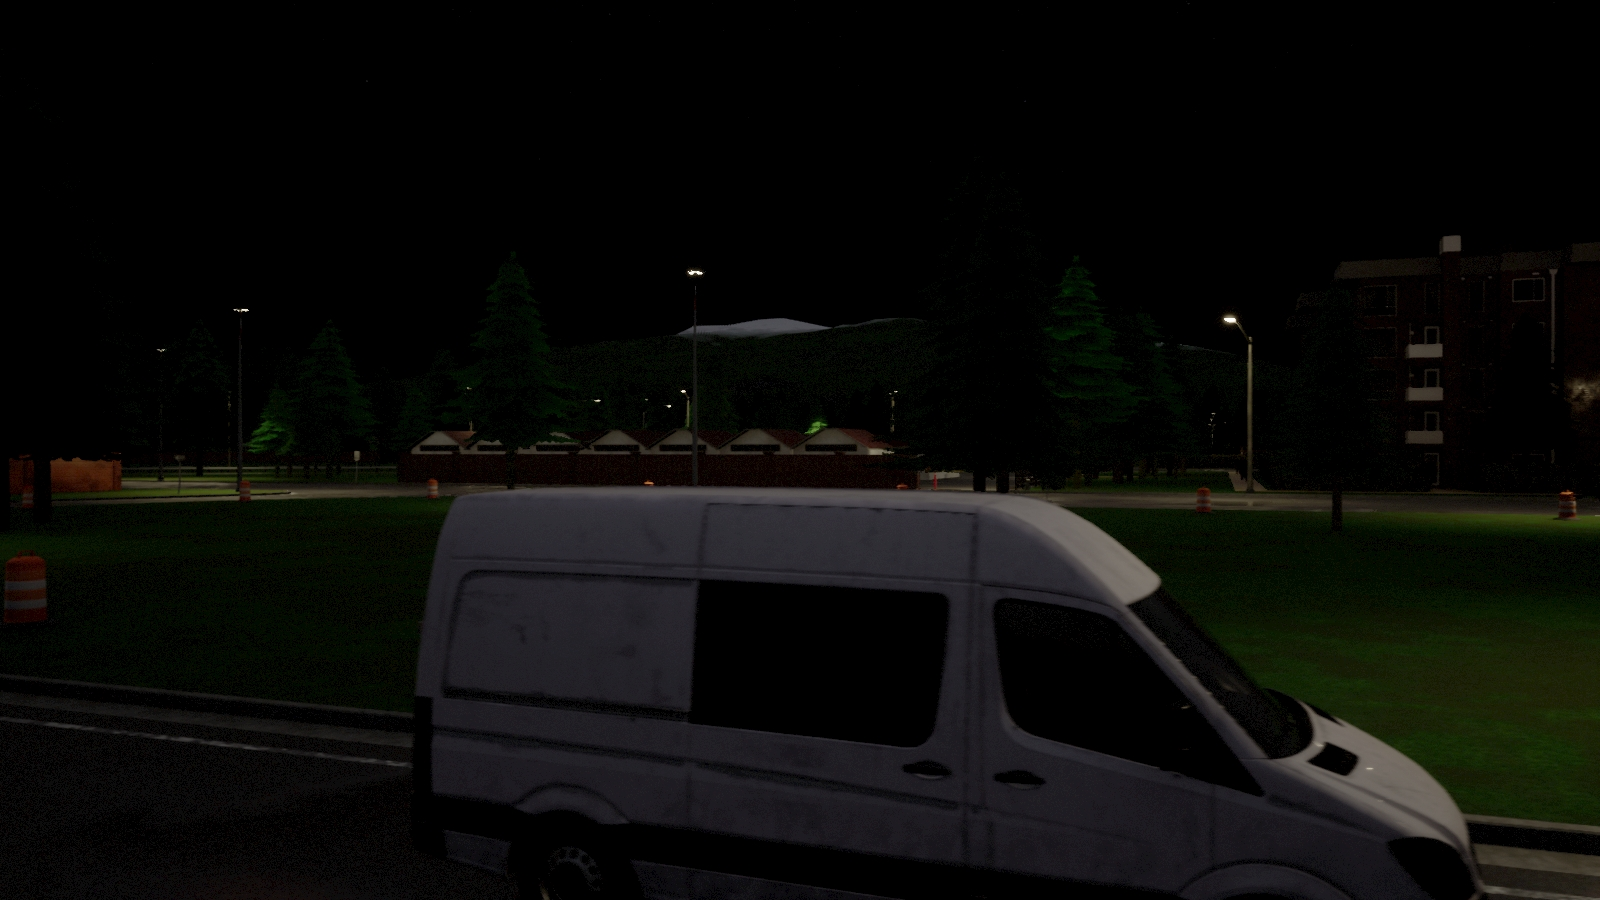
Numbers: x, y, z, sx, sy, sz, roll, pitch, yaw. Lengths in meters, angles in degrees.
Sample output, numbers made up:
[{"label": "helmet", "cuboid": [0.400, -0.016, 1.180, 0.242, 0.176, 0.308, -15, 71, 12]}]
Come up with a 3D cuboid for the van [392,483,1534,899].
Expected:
[{"label": "van", "cuboid": [0.668, 1.534, 6.785, 5.915, 2.561, 1.988, 0, 0, 20]}]
